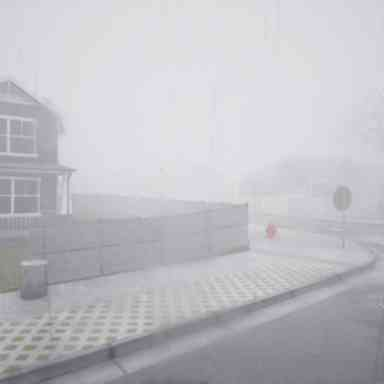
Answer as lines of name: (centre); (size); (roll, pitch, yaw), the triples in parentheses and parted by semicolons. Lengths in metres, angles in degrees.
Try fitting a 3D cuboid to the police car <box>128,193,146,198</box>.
police car: (-7.757, 0.991, 47.285); (1.930, 1.638, 5.238); (1, 0, -43)
